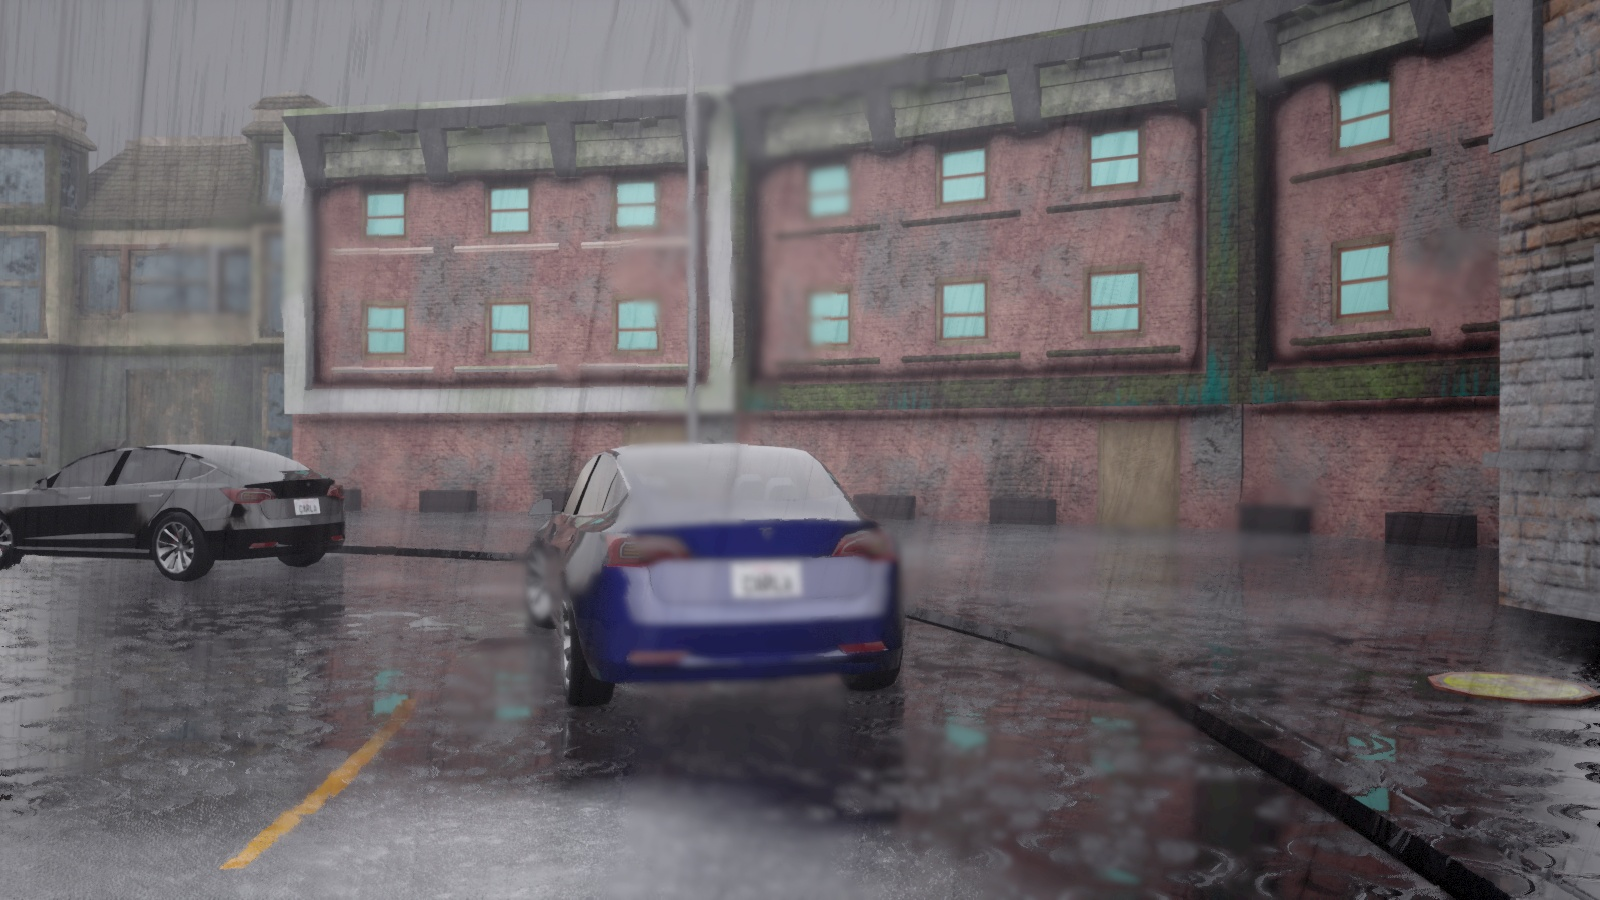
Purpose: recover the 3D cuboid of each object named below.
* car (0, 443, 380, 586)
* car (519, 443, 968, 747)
[{"bbox_3d":[-7.651,0.657,14.956,4.792,1.488,2.163,0,0,23],"label":"car"},{"bbox_3d":[-0.759,0.698,8.739,2.163,1.488,4.792,0,0,-15],"label":"car"}]
